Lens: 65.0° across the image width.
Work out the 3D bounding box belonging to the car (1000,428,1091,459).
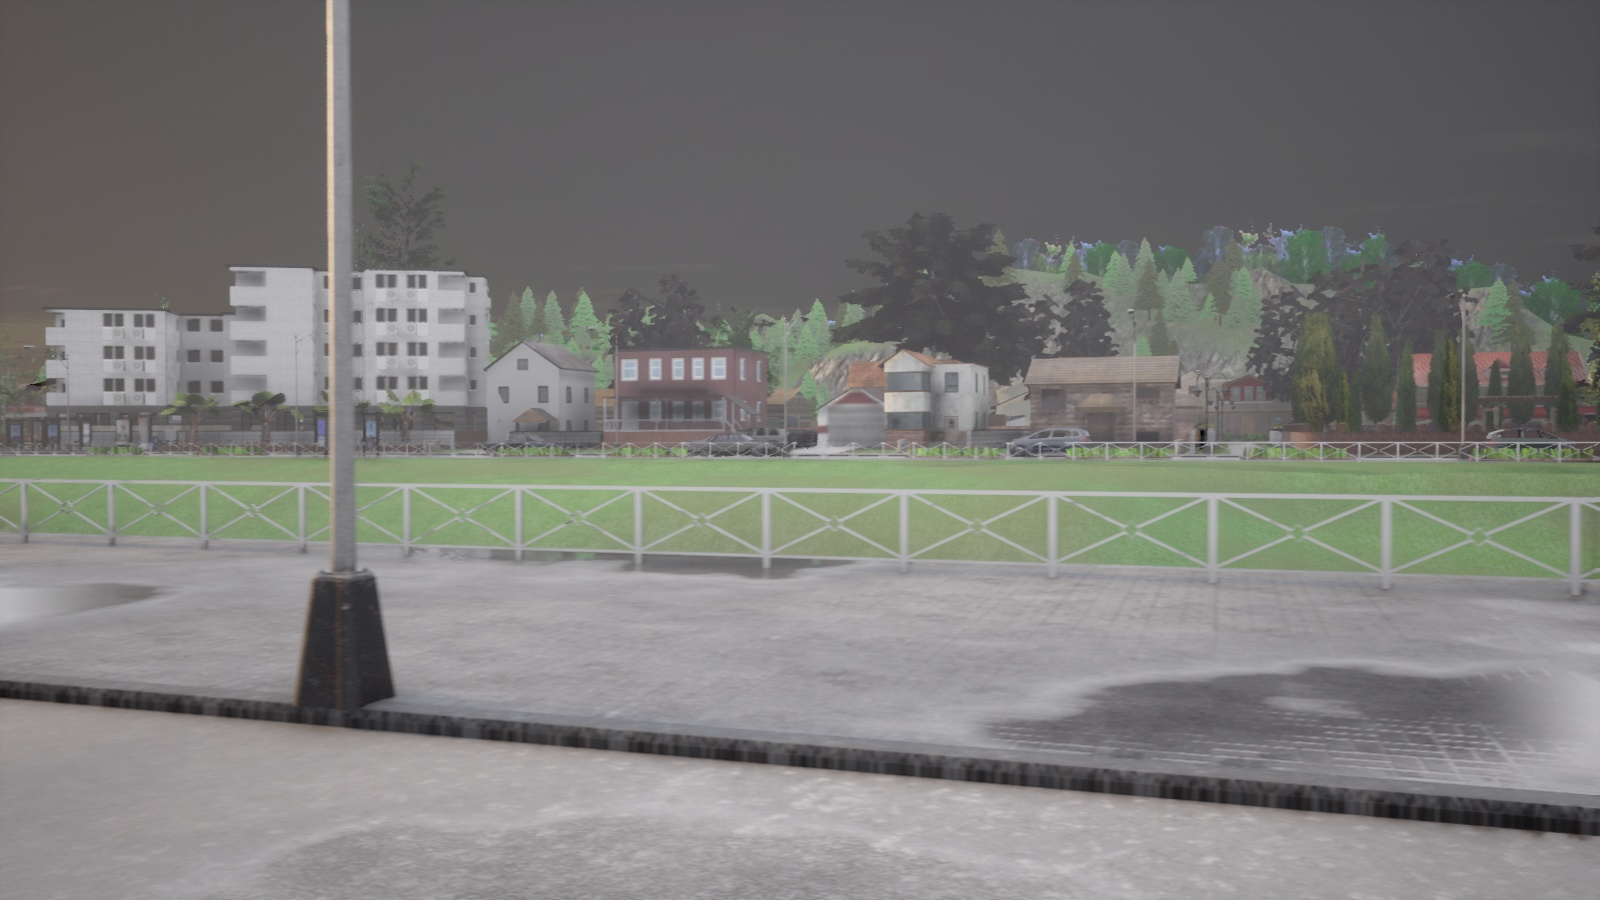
[{"bbox_3d":[13.428,-0.376,68.504,4.611,1.667,2.242,1,1,19],"label":"car"}]

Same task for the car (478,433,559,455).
[{"bbox_3d":[-17.702,-0.405,78.988,4.718,1.301,1.895,1,1,19],"label":"car"}]

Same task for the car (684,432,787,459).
[{"bbox_3d":[-3.596,-0.261,70.017,5.357,1.411,2.033,1,1,19],"label":"car"}]

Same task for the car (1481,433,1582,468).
[{"bbox_3d":[33.470,0.010,57.537,3.705,1.549,1.789,0,1,19],"label":"car"}]

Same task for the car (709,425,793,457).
[{"bbox_3d":[-2.879,-0.553,73.993,4.605,1.855,1.932,1,1,19],"label":"car"}]
